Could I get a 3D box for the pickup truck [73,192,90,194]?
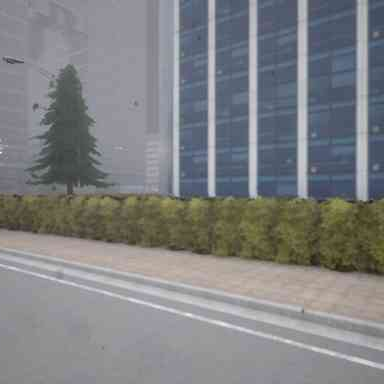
[{"bbox_3d":[-21.812,0.987,66.269,6.274,2.098,2.390,0,0,-24],"label":"pickup truck"}]
